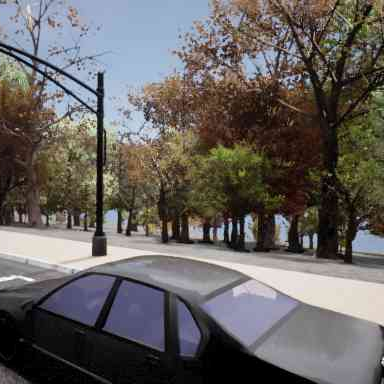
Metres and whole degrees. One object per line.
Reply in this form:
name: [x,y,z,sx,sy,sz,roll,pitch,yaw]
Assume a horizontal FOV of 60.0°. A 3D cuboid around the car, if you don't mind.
car: [-0.558,1.546,4.077,5.357,1.411,2.033,0,0,35]
